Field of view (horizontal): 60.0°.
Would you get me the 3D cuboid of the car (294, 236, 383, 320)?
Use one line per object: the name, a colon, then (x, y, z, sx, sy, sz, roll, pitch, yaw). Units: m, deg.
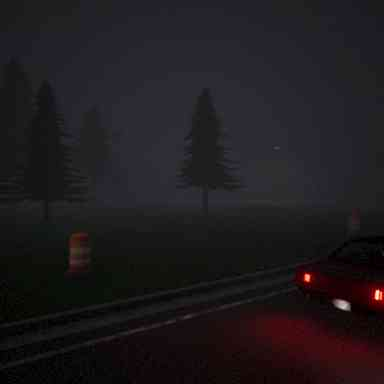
car: (4.312, 1.584, 6.824, 4.718, 1.301, 1.895, 0, 0, -36)
